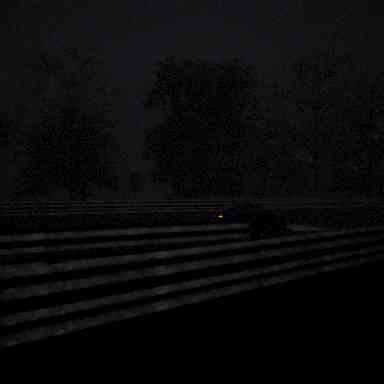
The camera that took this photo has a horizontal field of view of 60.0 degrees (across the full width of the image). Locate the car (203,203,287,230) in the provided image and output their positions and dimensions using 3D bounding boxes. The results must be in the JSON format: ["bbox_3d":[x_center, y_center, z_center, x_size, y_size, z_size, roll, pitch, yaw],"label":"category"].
[{"bbox_3d":[2.840,1.300,17.565,4.674,1.442,1.812,0,0,-26],"label":"car"}]
